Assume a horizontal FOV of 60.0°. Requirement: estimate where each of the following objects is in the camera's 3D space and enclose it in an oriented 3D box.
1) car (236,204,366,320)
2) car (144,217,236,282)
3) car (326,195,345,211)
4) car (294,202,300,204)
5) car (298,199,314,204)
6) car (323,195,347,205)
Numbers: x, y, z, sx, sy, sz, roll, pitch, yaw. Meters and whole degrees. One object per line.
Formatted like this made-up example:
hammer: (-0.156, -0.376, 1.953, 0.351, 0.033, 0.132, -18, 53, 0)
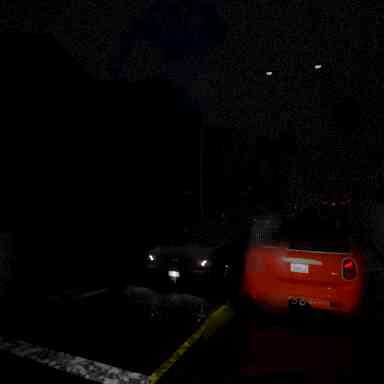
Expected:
car: (2.734, 1.335, 7.711, 2.097, 1.767, 4.553, 1, 0, 24)
car: (0.676, 1.497, 10.097, 2.033, 1.411, 5.357, 1, 0, 24)
car: (19.214, 1.391, 44.501, 2.150, 2.045, 5.566, 1, 0, 24)
car: (4.820, 1.517, 19.320, 1.994, 1.385, 4.181, 1, 0, 25)
car: (11.994, 1.562, 35.254, 1.837, 1.490, 4.892, 1, -1, 25)
car: (14.970, 1.314, 34.927, 2.150, 2.045, 5.566, 1, 0, 25)
